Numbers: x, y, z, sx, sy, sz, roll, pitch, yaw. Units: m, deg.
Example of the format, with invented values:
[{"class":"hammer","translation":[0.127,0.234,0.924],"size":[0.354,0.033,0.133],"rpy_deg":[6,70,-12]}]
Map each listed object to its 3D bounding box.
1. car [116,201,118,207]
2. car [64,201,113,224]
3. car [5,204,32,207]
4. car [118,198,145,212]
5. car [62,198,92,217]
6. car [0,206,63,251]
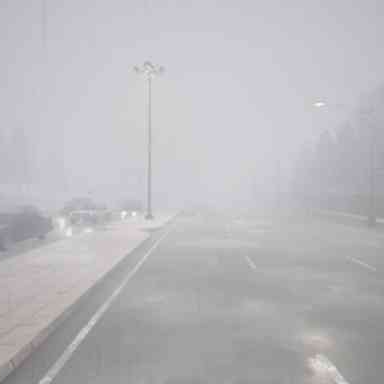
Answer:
[{"class":"car","translation":[-9.987,1.535,50.047],"size":[2.033,1.411,5.357],"rpy_deg":[0,0,2]},{"class":"car","translation":[-7.456,1.592,24.823],"size":[1.895,1.301,4.718],"rpy_deg":[0,0,3]},{"class":"car","translation":[-11.054,1.513,20.995],"size":[1.812,1.442,4.674],"rpy_deg":[0,0,2]},{"class":"car","translation":[-6.902,1.555,39.271],"size":[1.994,1.385,4.181],"rpy_deg":[0,0,4]},{"class":"car","translation":[-10.740,1.339,31.467],"size":[2.097,1.767,4.553],"rpy_deg":[0,0,2]},{"class":"car","translation":[-7.834,1.538,14.348],"size":[2.033,1.411,5.357],"rpy_deg":[0,0,2]}]
